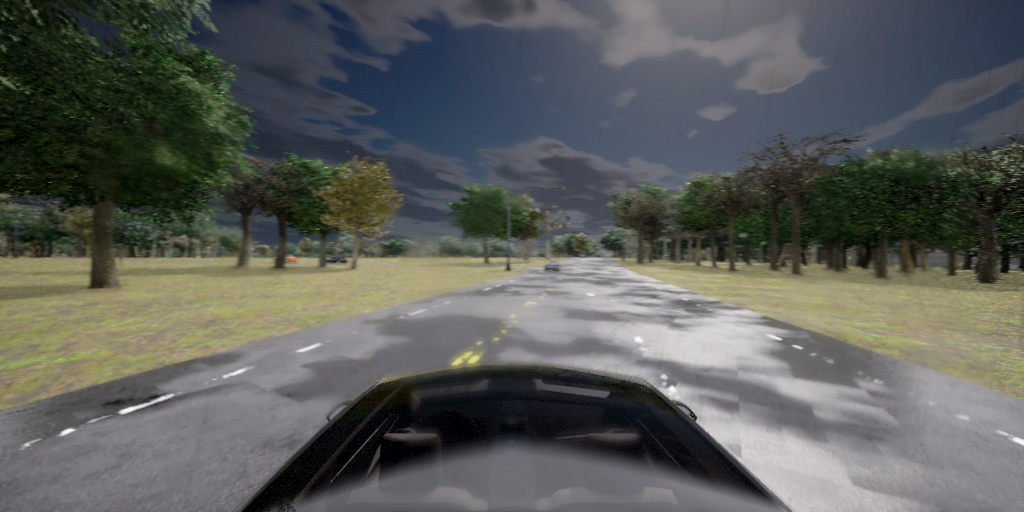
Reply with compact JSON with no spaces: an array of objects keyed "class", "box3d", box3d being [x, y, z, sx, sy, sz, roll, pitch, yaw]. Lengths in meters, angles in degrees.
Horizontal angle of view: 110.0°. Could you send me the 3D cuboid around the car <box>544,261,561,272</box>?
[{"class":"car","box3d":[5.327,1.365,46.694,2.033,1.411,5.357,1,0,12]}]
